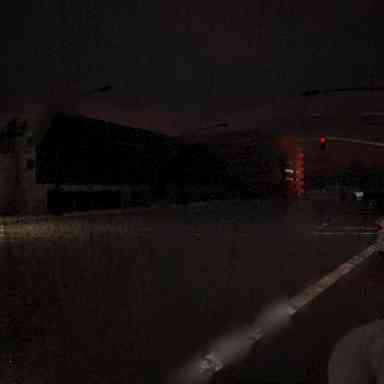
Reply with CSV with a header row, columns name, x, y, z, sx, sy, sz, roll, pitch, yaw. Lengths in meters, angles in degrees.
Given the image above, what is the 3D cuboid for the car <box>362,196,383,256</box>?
name,x,y,z,sx,sy,sz,roll,pitch,yaw
car,8.042,1.216,9.228,5.566,2.045,2.150,0,0,-8

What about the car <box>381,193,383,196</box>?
name,x,y,z,sx,sy,sz,roll,pitch,yaw
car,36.322,0.810,64.663,1.994,1.385,4.181,0,-1,35

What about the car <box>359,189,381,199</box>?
name,x,y,z,sx,sy,sz,roll,pitch,yaw
car,28.796,0.749,53.754,1.837,1.490,4.892,0,-1,35

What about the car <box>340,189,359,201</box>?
name,x,y,z,sx,sy,sz,roll,pitch,yaw
car,26.894,0.722,57.138,1.882,1.535,5.008,0,0,35
